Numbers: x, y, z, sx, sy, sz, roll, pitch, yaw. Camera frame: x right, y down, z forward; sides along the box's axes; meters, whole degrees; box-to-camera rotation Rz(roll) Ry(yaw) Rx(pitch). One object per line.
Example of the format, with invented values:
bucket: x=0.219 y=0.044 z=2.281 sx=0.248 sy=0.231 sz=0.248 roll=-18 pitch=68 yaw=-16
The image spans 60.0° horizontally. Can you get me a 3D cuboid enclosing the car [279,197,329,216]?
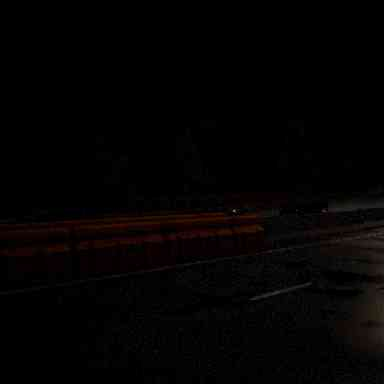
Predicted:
car: x=9.410 y=1.250 z=27.860 sx=5.008 sy=1.535 sz=1.882 roll=-3 pitch=1 yaw=-36

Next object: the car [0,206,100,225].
car: x=-6.882 y=1.492 z=16.235 sx=4.892 sy=1.490 sz=1.837 roll=0 pitch=0 yaw=-35

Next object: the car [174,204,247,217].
car: x=1.232 y=1.498 z=21.962 sx=5.357 sy=1.411 sz=2.033 roll=0 pitch=0 yaw=-36
